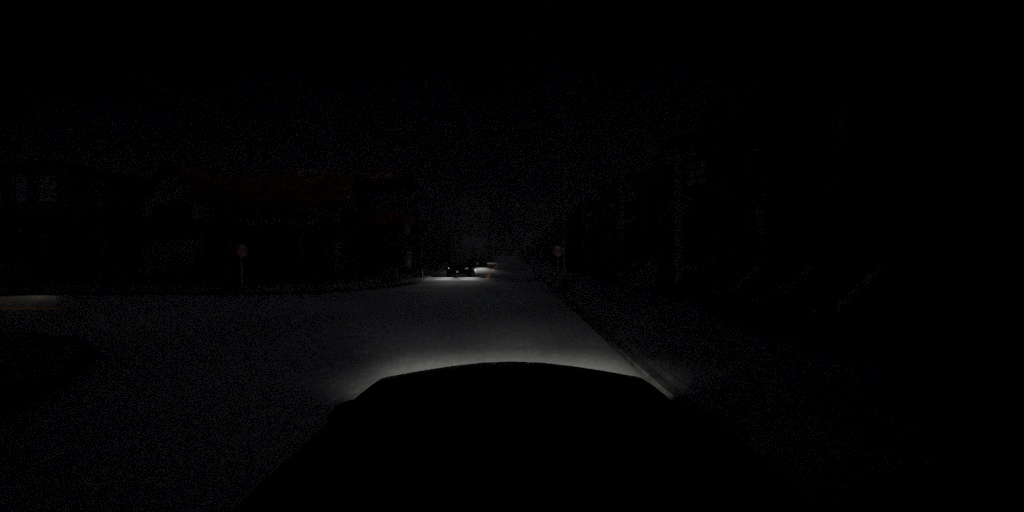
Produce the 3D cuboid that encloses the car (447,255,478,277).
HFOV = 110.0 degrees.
[{"bbox_3d":[-4.143,0.879,29.475,1.812,1.442,4.674,0,1,0],"label":"car"}]

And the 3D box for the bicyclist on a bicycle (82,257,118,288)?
[{"bbox_3d":[-21.606,0.858,18.831,0.582,1.620,1.656,0,1,0],"label":"bicyclist on a bicycle"}]

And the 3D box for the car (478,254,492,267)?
[{"bbox_3d":[-4.143,0.615,45.471,2.128,1.511,4.902,0,1,0],"label":"car"}]

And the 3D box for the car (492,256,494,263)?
[{"bbox_3d":[-4.081,0.385,61.559,1.994,1.385,4.181,0,1,0],"label":"car"}]
